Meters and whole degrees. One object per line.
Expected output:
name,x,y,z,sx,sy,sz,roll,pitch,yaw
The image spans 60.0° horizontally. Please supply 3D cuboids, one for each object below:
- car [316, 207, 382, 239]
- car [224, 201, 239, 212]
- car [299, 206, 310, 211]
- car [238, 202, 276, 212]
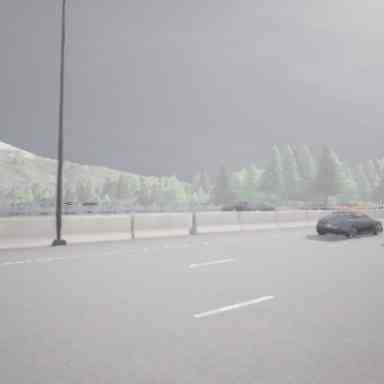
car,8.846,1.749,18.653,4.181,1.385,1.994,1,-1,-35
car,5.988,1.915,42.641,4.892,1.490,1.837,2,-1,-35
car,15.073,2.056,40.516,4.892,1.490,1.837,2,-1,-35
car,8.083,1.974,39.837,4.181,1.385,1.994,1,-1,-35
